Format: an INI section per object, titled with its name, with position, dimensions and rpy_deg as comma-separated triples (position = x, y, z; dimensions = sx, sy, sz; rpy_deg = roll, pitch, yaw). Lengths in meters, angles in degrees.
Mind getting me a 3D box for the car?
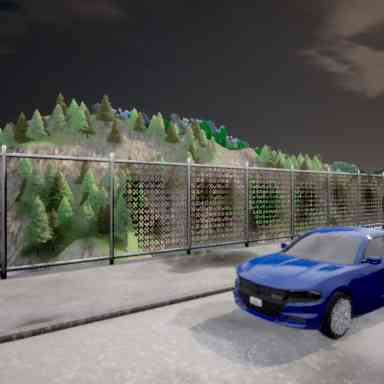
[car]
position = 3.061, 1.477, 6.757
dimensions = 5.008, 1.535, 1.882
rpy_deg = 0, 0, -35
